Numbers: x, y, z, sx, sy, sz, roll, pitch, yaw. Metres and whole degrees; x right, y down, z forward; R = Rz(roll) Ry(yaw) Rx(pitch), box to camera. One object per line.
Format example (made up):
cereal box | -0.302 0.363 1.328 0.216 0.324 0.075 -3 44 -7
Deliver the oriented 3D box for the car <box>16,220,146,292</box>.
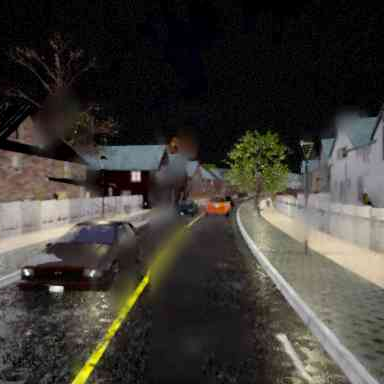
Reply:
car | -2.553 1.521 9.236 2.033 1.411 5.357 0 0 3

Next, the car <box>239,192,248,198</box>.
car | 12.637 0.710 82.628 2.033 1.411 5.357 0 1 19

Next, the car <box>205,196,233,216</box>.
car | 2.486 1.253 31.295 2.097 1.767 4.553 0 0 8

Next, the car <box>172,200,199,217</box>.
car | -0.486 1.442 30.915 2.033 1.411 5.357 0 0 8

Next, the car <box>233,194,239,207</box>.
car | 5.015 1.267 45.905 1.812 1.442 4.674 0 1 12
